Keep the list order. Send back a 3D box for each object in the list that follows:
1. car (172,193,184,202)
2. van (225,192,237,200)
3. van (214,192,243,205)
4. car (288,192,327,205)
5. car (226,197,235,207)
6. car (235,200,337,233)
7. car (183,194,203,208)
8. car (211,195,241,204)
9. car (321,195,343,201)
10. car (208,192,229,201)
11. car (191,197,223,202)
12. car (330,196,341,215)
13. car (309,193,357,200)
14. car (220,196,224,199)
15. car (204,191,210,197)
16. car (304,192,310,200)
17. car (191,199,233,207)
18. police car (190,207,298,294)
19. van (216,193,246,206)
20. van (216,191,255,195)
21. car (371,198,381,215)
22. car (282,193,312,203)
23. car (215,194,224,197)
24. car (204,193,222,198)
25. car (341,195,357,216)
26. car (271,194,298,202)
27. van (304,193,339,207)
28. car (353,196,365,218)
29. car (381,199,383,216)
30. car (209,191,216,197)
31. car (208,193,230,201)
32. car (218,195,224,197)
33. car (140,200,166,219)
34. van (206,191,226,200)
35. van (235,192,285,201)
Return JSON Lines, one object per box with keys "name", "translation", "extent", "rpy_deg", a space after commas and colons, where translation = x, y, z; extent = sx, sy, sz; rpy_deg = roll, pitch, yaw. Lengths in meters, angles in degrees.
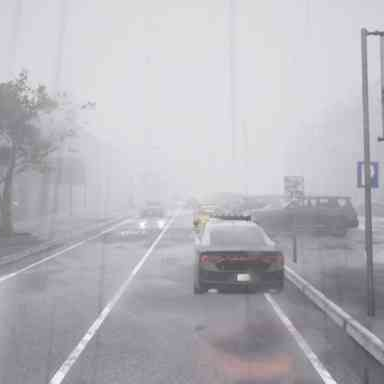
{"name": "car", "translation": [-3.118, 1.280, 69.131], "extent": [1.895, 1.301, 4.718], "rpy_deg": [0, 1, 0]}
{"name": "van", "translation": [5.660, 1.223, 31.525], "extent": [4.442, 1.987, 1.878], "rpy_deg": [0, 0, 0]}
{"name": "van", "translation": [5.905, 1.075, 53.955], "extent": [4.442, 1.987, 1.878], "rpy_deg": [0, 1, 0]}
{"name": "car", "translation": [18.897, 1.046, 54.456], "extent": [5.566, 2.045, 2.435], "rpy_deg": [0, 1, 0]}
{"name": "car", "translation": [5.770, 1.453, 28.718], "extent": [5.008, 1.535, 2.097], "rpy_deg": [0, 0, 0]}
{"name": "car", "translation": [5.585, 1.461, 20.309], "extent": [5.366, 1.575, 1.946], "rpy_deg": [0, 0, 0]}
{"name": "car", "translation": [0.099, 1.417, 45.245], "extent": [2.033, 1.411, 5.357], "rpy_deg": [0, 0, 0]}
{"name": "car", "translation": [5.784, 1.276, 56.760], "extent": [4.892, 1.521, 2.231], "rpy_deg": [0, 1, 0]}
{"name": "car", "translation": [18.890, 1.442, 40.580], "extent": [4.792, 1.488, 2.163], "rpy_deg": [0, 0, 0]}
{"name": "car", "translation": [5.768, 0.995, 73.578], "extent": [4.553, 1.767, 2.185], "rpy_deg": [0, 1, 0]}
{"name": "car", "translation": [1.023, 1.418, 25.015], "extent": [1.801, 1.575, 5.366], "rpy_deg": [0, 0, 0]}
{"name": "car", "translation": [18.830, 1.459, 37.797], "extent": [4.792, 1.488, 2.163], "rpy_deg": [0, 0, 0]}
{"name": "car", "translation": [18.834, 1.142, 43.353], "extent": [5.566, 2.045, 2.435], "rpy_deg": [0, 0, 0]}
{"name": "car", "translation": [5.809, 1.461, 37.130], "extent": [4.792, 1.488, 2.163], "rpy_deg": [0, 0, 0]}
{"name": "car", "translation": [5.766, 0.947, 65.167], "extent": [5.566, 2.045, 2.435], "rpy_deg": [0, 1, 0]}
{"name": "car", "translation": [18.893, 1.122, 46.129], "extent": [5.566, 2.045, 2.435], "rpy_deg": [0, 1, 0]}
{"name": "car", "translation": [1.011, 1.433, 19.008], "extent": [1.801, 1.575, 5.366], "rpy_deg": [0, 0, 0]}
{"name": "police car", "translation": [0.992, 1.420, 8.914], "extent": [1.930, 1.638, 5.238], "rpy_deg": [0, 0, 0]}
{"name": "van", "translation": [5.904, 1.101, 51.152], "extent": [4.442, 1.987, 1.878], "rpy_deg": [0, 1, 0]}
{"name": "van", "translation": [5.901, 1.152, 45.547], "extent": [4.442, 1.987, 1.878], "rpy_deg": [0, 0, 0]}
{"name": "car", "translation": [18.849, 1.454, 29.470], "extent": [4.892, 1.521, 2.231], "rpy_deg": [0, 0, 0]}
{"name": "car", "translation": [18.903, 1.121, 60.009], "extent": [4.553, 1.767, 2.185], "rpy_deg": [0, 1, 0]}
{"name": "car", "translation": [5.789, 1.398, 42.741], "extent": [4.892, 1.521, 2.231], "rpy_deg": [0, 0, 0]}
{"name": "car", "translation": [5.839, 0.971, 93.202], "extent": [4.792, 1.488, 2.163], "rpy_deg": [0, 1, 0]}
{"name": "car", "translation": [19.043, 1.435, 35.025], "extent": [5.366, 1.575, 1.946], "rpy_deg": [0, 0, 0]}
{"name": "car", "translation": [18.882, 1.171, 68.337], "extent": [4.892, 1.521, 2.231], "rpy_deg": [0, 1, 0]}
{"name": "van", "translation": [18.982, 1.122, 48.906], "extent": [4.442, 1.987, 1.878], "rpy_deg": [0, 1, 0]}
{"name": "car", "translation": [18.851, 1.447, 32.248], "extent": [5.008, 1.535, 2.097], "rpy_deg": [0, 0, 0]}
{"name": "car", "translation": [18.825, 1.205, 26.695], "extent": [5.566, 2.045, 2.435], "rpy_deg": [0, 0, 0]}
{"name": "car", "translation": [5.758, 1.101, 48.347], "extent": [5.566, 2.045, 2.435], "rpy_deg": [0, 1, 0]}
{"name": "car", "translation": [5.767, 1.021, 70.775], "extent": [4.553, 1.767, 2.185], "rpy_deg": [0, 1, 0]}
{"name": "car", "translation": [5.779, 1.456, 39.938], "extent": [4.674, 1.452, 2.002], "rpy_deg": [0, 0, 0]}
{"name": "car", "translation": [-3.294, 1.454, 28.886], "extent": [1.837, 1.490, 4.892], "rpy_deg": [0, 0, 0]}
{"name": "van", "translation": [5.686, 0.844, 79.184], "extent": [4.442, 1.987, 1.878], "rpy_deg": [0, 1, 0]}
{"name": "van", "translation": [5.890, 1.231, 25.915], "extent": [4.442, 1.987, 1.878], "rpy_deg": [0, 0, 0]}
